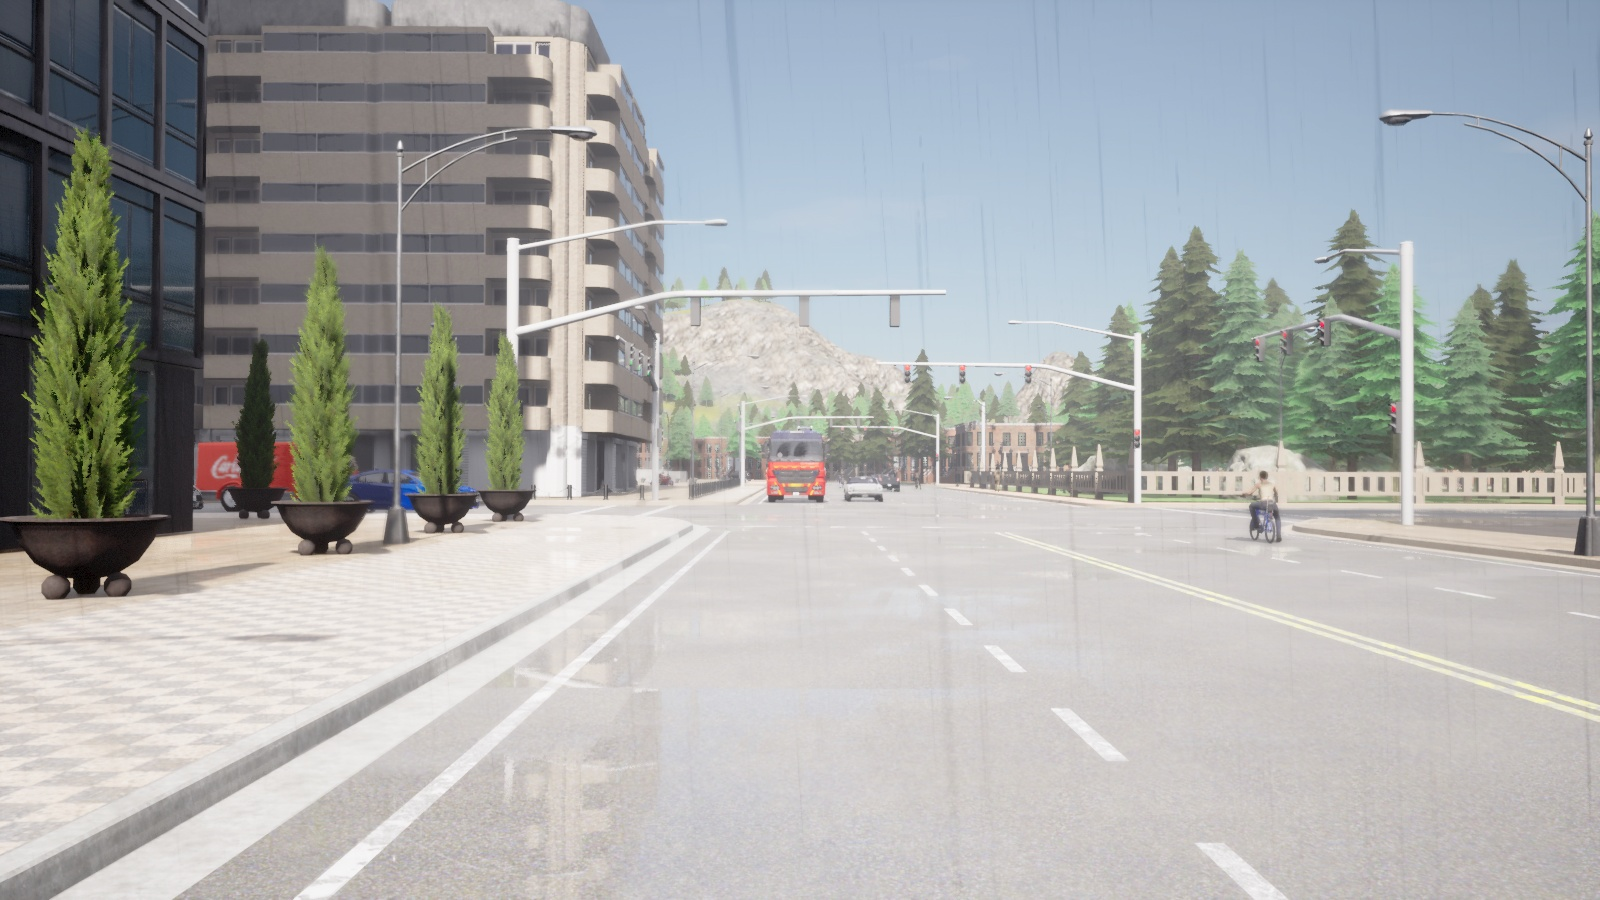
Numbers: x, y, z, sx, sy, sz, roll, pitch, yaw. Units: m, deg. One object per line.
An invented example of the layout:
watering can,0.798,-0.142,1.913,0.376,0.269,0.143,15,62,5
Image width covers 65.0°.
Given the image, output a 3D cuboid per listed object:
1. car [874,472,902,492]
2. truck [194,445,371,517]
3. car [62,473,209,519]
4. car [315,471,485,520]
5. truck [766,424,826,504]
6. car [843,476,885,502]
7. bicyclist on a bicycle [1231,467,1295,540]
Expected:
car,6.723,2.411,96.059,1.845,1.501,3.633,0,-1,0
truck,-18.383,1.097,44.842,5.204,2.467,2.627,0,-1,0
car,-21.819,1.505,41.343,3.806,1.475,1.970,0,-1,0
car,-13.090,1.482,41.321,5.008,1.535,1.882,0,-1,0
truck,-0.192,0.738,64.917,2.891,3.827,8.468,0,-1,0
car,3.310,2.002,65.676,1.895,1.301,4.718,0,-1,0
bicyclist on a bicycle,10.412,1.183,28.270,0.866,1.612,1.509,0,-1,0
